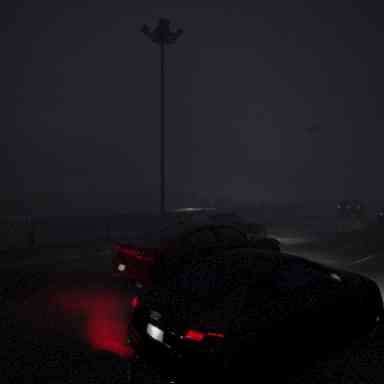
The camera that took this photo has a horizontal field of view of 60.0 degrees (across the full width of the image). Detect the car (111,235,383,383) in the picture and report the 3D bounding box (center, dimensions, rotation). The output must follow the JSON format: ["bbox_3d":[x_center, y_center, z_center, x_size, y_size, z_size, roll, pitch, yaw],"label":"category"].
[{"bbox_3d":[1.154,1.578,5.042,4.181,1.385,1.994,0,0,-38],"label":"car"}]

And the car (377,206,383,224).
[{"bbox_3d":[14.976,1.600,24.658,2.033,1.411,5.357,0,0,35],"label":"car"}]

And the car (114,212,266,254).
[{"bbox_3d":[0.357,1.504,8.865,5.008,1.535,1.882,0,0,-40],"label":"car"}]

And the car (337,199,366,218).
[{"bbox_3d":[15.019,1.424,31.281,2.097,1.767,4.553,0,0,32],"label":"car"}]

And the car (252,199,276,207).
[{"bbox_3d":[10.034,1.665,44.427,2.033,1.411,5.357,0,0,24],"label":"car"}]

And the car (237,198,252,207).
[{"bbox_3d":[8.113,1.660,49.071,1.812,1.442,4.674,0,0,21],"label":"car"}]

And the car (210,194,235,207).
[{"bbox_3d":[4.968,1.363,50.452,2.150,2.045,5.566,0,0,21],"label":"car"}]

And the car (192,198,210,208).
[{"bbox_3d":[1.557,1.642,51.465,2.128,1.511,4.902,0,0,21],"label":"car"}]

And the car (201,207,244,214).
[{"bbox_3d":[1.264,1.567,14.319,4.674,1.442,1.812,0,0,-42],"label":"car"}]
